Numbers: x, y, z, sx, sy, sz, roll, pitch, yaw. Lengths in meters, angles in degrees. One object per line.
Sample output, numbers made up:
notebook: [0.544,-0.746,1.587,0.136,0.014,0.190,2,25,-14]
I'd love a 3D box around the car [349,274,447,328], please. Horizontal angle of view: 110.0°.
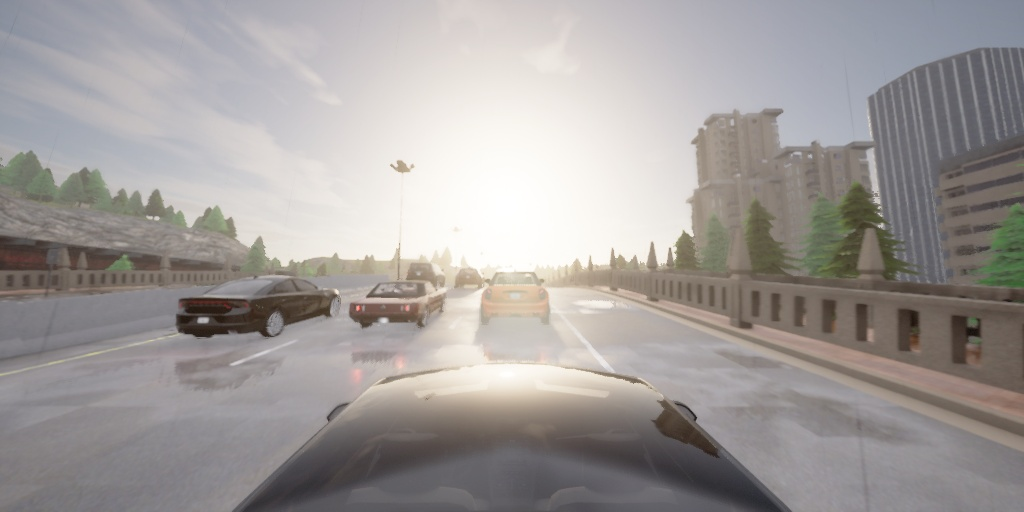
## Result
car: [-3.403,1.439,11.743,1.895,1.301,4.718,0,0,0]

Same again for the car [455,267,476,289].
car: [-3.409,1.774,29.800,2.097,1.767,4.553,0,-4,0]

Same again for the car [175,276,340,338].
car: [-6.902,1.305,10.492,1.882,1.535,5.008,0,0,0]

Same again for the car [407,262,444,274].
car: [-6.908,1.608,29.272,2.150,2.045,5.566,0,-4,0]

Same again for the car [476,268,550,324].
car: [0.097,1.197,12.516,2.097,1.767,4.553,0,-1,0]
